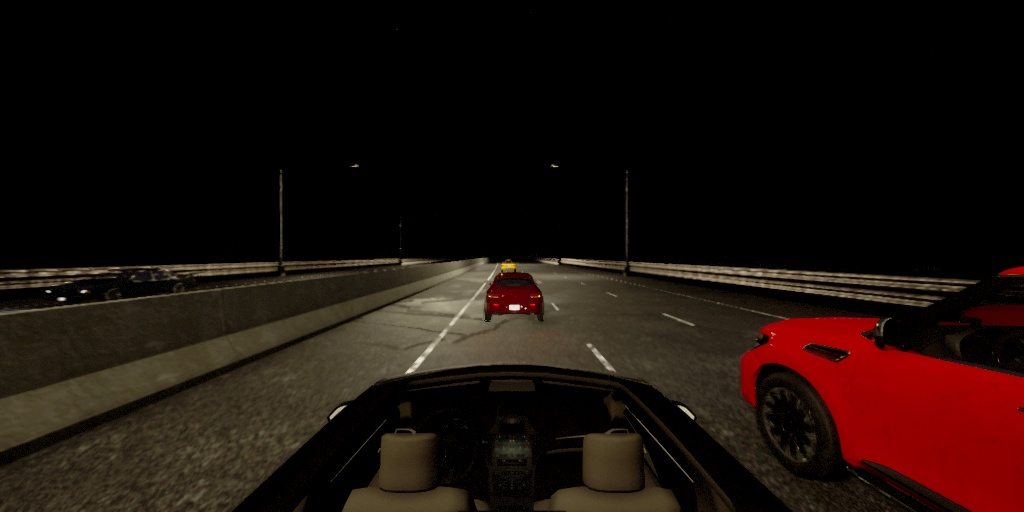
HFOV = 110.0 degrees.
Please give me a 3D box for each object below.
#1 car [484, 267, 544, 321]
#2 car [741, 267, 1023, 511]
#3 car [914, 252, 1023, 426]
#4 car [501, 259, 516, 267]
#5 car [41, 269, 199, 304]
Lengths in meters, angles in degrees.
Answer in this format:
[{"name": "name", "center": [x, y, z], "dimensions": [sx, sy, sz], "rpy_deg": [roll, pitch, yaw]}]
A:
[{"name": "car", "center": [0.057, 1.273, 12.345], "dimensions": [1.812, 1.442, 4.674], "rpy_deg": [0, 0, 0]}, {"name": "car", "center": [3.595, 0.971, 1.557], "dimensions": [2.150, 2.045, 5.566], "rpy_deg": [0, 0, 0]}, {"name": "car", "center": [7.095, 0.970, 2.588], "dimensions": [2.150, 2.045, 5.566], "rpy_deg": [0, 0, 0]}, {"name": "car", "center": [-0.430, 1.167, 44.491], "dimensions": [1.801, 1.575, 5.366], "rpy_deg": [0, 0, -1]}, {"name": "car", "center": [-17.568, 1.296, 16.635], "dimensions": [2.033, 1.411, 5.357], "rpy_deg": [0, 0, 0]}]
